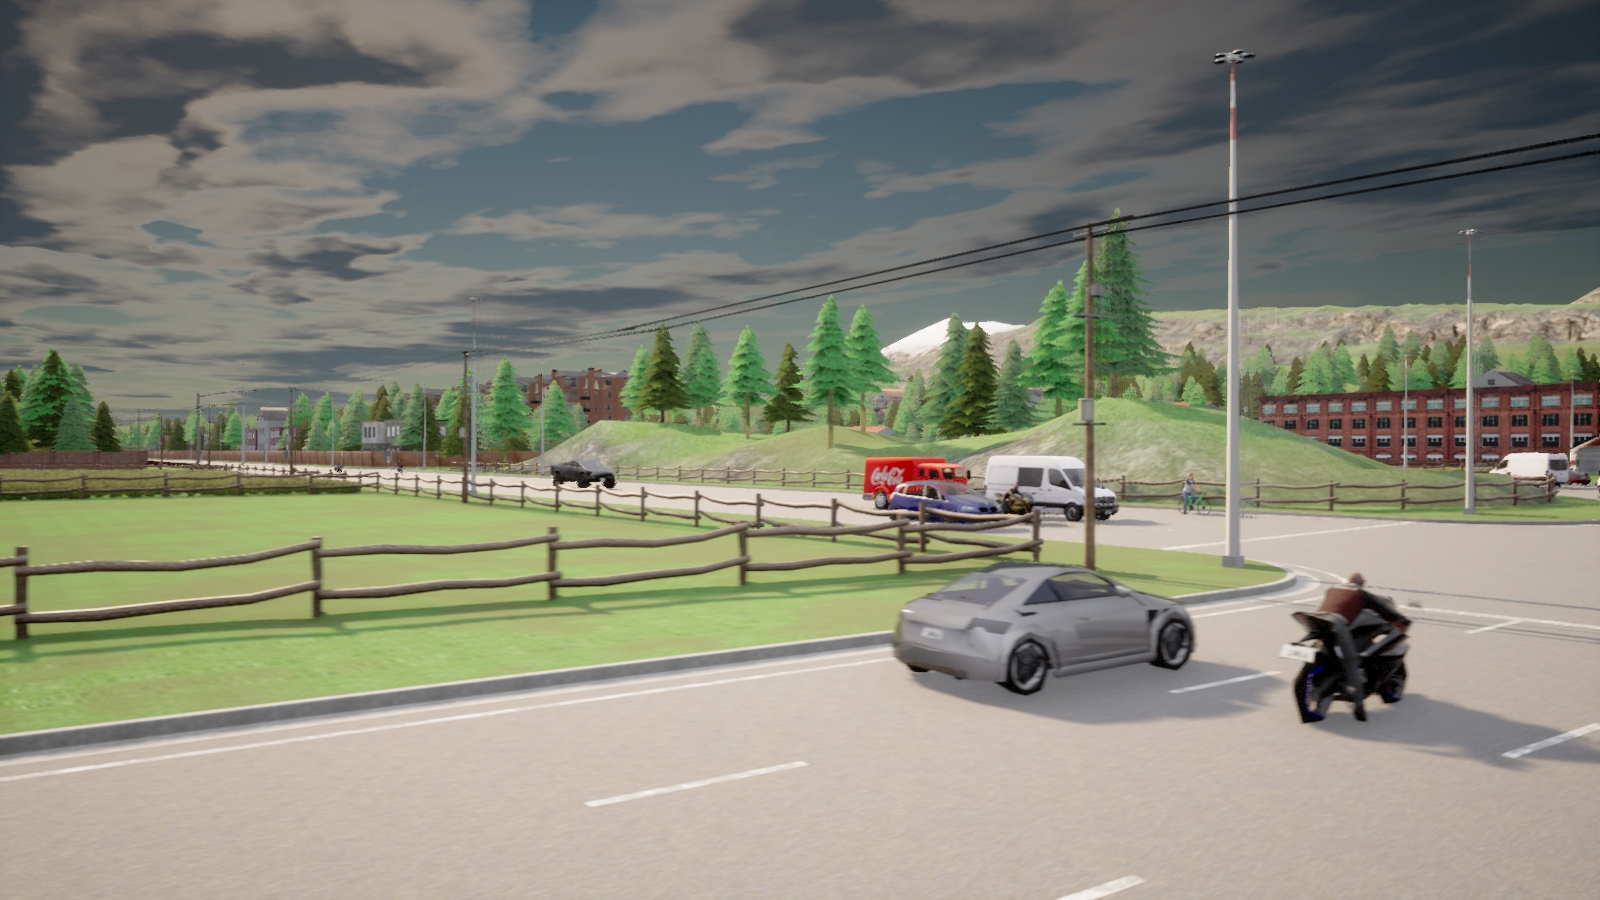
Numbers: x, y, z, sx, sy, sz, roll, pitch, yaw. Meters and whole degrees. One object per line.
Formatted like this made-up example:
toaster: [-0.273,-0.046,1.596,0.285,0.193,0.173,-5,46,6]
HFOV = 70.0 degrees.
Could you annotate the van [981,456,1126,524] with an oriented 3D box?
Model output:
van: [10.218,1.527,46.574,1.988,2.561,5.915,0,0,-36]

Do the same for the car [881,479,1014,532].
car: [5.279,1.961,41.462,2.242,1.667,4.611,0,0,-35]

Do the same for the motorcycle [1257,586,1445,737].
motorcycle: [5.940,2.202,12.262,2.209,1.251,0.867,0,0,-36]

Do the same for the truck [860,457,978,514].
truck: [5.456,1.561,53.024,2.627,2.467,5.204,0,0,-37]

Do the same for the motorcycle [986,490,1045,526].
motorcycle: [8.177,2.198,43.425,0.867,1.251,2.209,0,0,-36]

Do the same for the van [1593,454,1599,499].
van: [46.045,1.519,63.285,1.988,2.561,5.915,1,0,20]

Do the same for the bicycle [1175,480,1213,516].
bicycle: [16.967,2.047,49.187,0.373,1.496,1.643,0,0,-36]

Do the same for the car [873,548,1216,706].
car: [3.184,2.116,14.580,4.181,1.385,1.994,0,0,-36]
